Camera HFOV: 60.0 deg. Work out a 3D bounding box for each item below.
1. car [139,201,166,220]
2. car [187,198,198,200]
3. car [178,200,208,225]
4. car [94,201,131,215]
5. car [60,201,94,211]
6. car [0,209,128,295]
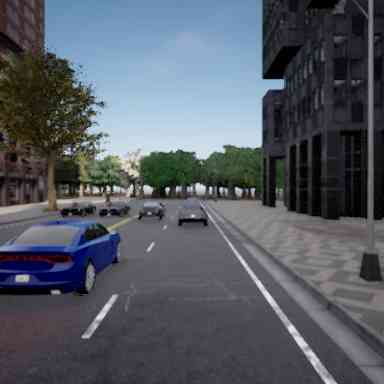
[{"bbox_3d":[-3.182,1.429,27.112,1.812,1.442,4.674,0,0,0],"label":"car"},{"bbox_3d":[0.033,1.395,39.682,2.033,1.411,5.357,0,0,0],"label":"car"},{"bbox_3d":[0.062,1.481,23.126,1.994,1.385,4.181,0,0,0],"label":"car"},{"bbox_3d":[-6.637,1.499,28.787,1.895,1.301,4.718,0,0,0],"label":"car"},{"bbox_3d":[-9.885,1.499,29.244,1.895,1.301,4.718,0,0,0],"label":"car"},{"bbox_3d":[-3.163,1.447,8.669,1.882,1.535,5.008,0,0,0],"label":"car"}]
